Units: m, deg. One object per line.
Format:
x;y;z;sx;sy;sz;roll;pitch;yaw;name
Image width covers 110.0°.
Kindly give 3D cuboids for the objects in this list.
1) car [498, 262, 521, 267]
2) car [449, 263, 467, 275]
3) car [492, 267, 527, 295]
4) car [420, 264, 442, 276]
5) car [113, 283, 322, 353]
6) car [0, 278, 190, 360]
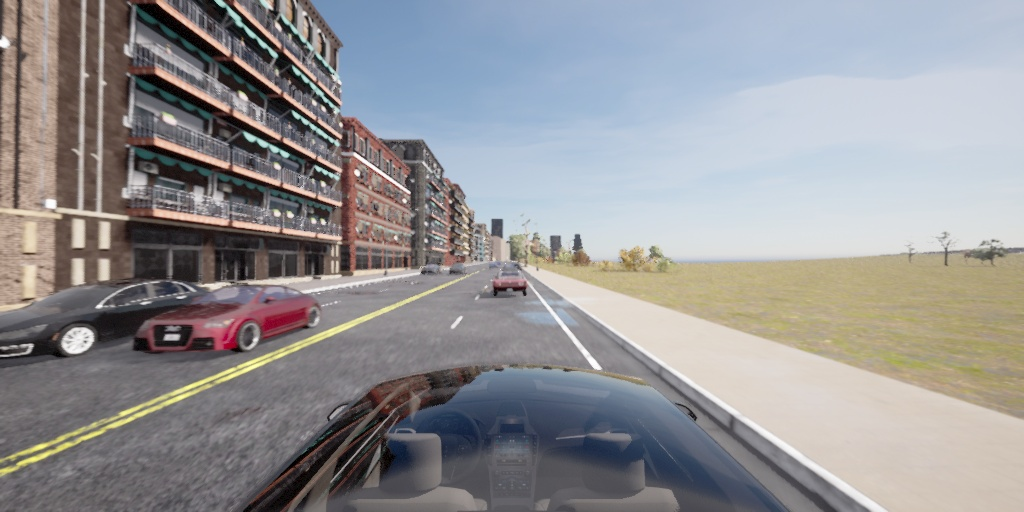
-0.298;1.676;43.243;1.994;1.385;4.181;0;-1;0;car
-6.989;1.687;46.532;1.837;1.490;4.892;0;-1;0;car
-0.122;1.523;21.164;1.895;1.301;4.718;0;0;0;car
-10.234;1.743;45.981;2.033;1.411;5.357;0;0;0;car
-6.681;1.417;9.027;1.994;1.385;4.181;0;0;0;car
-9.930;1.374;8.936;1.837;1.490;4.892;0;1;0;car
